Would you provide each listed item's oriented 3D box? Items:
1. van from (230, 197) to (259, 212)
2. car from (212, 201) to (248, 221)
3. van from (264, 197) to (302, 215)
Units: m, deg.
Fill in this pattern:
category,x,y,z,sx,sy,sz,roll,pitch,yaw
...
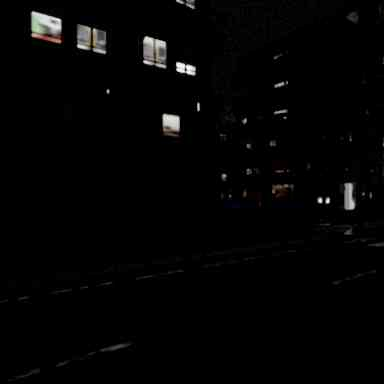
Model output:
category,x,y,z,sx,sy,sz,roll,pitch,yaw
van,5.935,1.466,38.589,1.690,1.788,3.998,-2,0,-36
car,2.508,1.728,29.158,1.802,1.307,4.206,-2,0,-36
van,9.248,1.392,34.072,1.690,1.788,3.998,-2,0,-36
